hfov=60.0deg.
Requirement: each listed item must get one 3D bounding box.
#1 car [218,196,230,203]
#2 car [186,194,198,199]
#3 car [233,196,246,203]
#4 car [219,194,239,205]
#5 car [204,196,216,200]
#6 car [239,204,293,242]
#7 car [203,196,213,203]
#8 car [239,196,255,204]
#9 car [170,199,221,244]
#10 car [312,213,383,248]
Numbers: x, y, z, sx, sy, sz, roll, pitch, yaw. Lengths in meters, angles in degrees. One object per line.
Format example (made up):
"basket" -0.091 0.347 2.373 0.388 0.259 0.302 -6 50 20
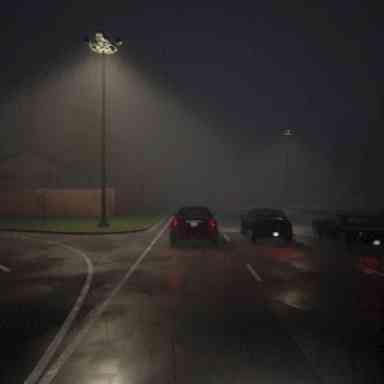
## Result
"car" 6.967 1.626 73.153 2.128 1.511 4.902 0 0 0
"car" -0.029 1.438 62.762 2.150 2.045 5.566 0 0 0
"car" 10.467 1.641 73.155 2.033 1.411 5.357 0 0 0
"car" 6.971 1.438 62.765 2.150 2.045 5.566 0 0 0
"car" 3.471 1.570 63.084 2.097 1.767 4.553 0 0 0
"car" 3.590 1.563 16.649 1.837 1.490 4.892 0 0 0
"car" 3.467 1.653 73.152 1.994 1.385 4.181 0 0 0
"car" 10.471 1.570 63.123 2.097 1.767 4.553 0 0 0
"car" 0.089 1.409 16.296 2.097 1.767 4.553 0 0 0
"car" 7.090 1.653 14.980 1.895 1.301 4.718 0 0 0
